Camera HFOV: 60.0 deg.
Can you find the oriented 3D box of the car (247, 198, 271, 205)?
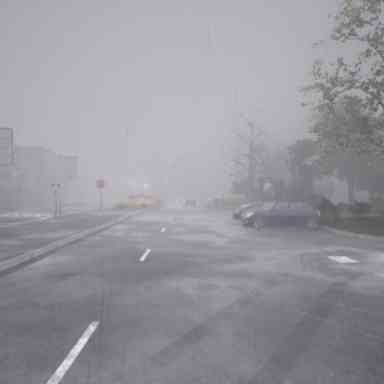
[{"bbox_3d":[14.537,2.109,71.898,5.008,1.535,1.882,0,-2,12],"label":"car"}]

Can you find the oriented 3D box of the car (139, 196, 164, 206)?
[{"bbox_3d":[-7.540,1.663,62.163,4.553,1.767,2.185,0,-1,-1],"label":"car"}]

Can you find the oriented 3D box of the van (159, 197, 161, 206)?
[{"bbox_3d":[-7.315,1.289,50.024,4.442,1.987,1.878,0,-1,-1],"label":"van"}]

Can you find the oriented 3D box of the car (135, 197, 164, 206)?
[{"bbox_3d":[-7.526,1.711,59.125,5.008,1.535,2.097,0,-1,-1],"label":"car"}]

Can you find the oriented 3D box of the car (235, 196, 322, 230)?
[{"bbox_3d":[5.116,1.264,19.559,4.553,1.767,2.185,0,0,0],"label":"car"}]

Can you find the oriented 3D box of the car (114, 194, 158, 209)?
[{"bbox_3d":[-7.565,1.424,44.064,5.366,1.575,1.946,0,-1,0],"label":"car"}]

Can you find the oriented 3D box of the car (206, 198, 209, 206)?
[{"bbox_3d":[5.054,1.456,46.319,5.366,1.575,1.946,0,-1,0],"label":"car"}]

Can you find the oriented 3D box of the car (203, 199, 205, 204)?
[{"bbox_3d":[4.768,1.354,54.699,5.566,2.045,2.435,0,-1,-1],"label":"car"}]

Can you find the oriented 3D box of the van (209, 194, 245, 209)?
[{"bbox_3d":[4.777,1.198,43.526,4.442,1.987,1.878,0,-1,0],"label":"van"}]

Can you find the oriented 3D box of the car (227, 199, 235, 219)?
[{"bbox_3d":[5.044,1.417,22.730,4.674,1.452,2.002,0,0,0],"label":"car"}]

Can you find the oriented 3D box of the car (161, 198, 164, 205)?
[{"bbox_3d":[-7.464,1.386,56.215,5.566,2.045,2.435,0,-1,-1],"label":"car"}]

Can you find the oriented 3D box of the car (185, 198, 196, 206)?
[{"bbox_3d":[-0.254,1.797,61.363,1.837,1.490,4.892,0,-1,1],"label":"car"}]
